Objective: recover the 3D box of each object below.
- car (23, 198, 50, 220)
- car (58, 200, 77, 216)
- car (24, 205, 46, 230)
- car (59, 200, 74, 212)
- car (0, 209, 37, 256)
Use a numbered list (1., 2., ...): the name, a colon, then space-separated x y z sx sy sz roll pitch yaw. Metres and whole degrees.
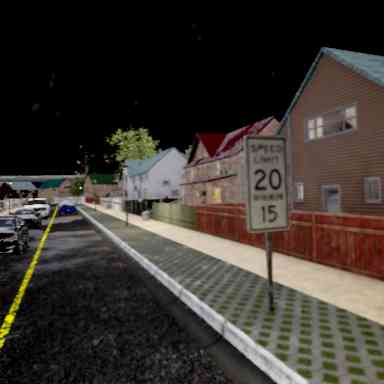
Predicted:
1. car: -15.455 1.660 33.247 2.150 2.045 5.566 -2 0 -21
2. car: -14.393 1.866 38.563 1.882 1.535 5.008 -2 0 -21
3. car: -11.627 1.901 23.295 1.994 1.385 4.181 -2 0 -21
4. car: -18.162 1.964 48.242 1.882 1.535 5.008 -2 0 -21
5. car: -7.985 1.730 13.916 2.128 1.511 4.902 -2 0 -21
